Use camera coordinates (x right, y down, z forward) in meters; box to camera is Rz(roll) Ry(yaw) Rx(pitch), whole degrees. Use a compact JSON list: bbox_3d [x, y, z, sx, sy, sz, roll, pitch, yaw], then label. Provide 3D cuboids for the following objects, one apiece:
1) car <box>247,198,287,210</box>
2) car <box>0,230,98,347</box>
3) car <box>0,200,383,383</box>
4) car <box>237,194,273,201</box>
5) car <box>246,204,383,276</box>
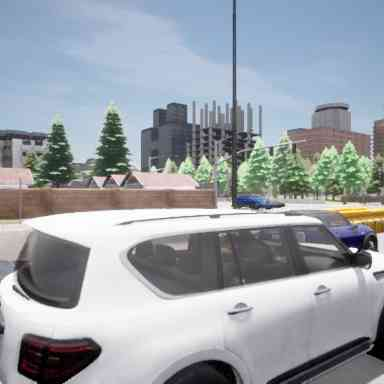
[{"bbox_3d":[10.125,1.547,45.122,2.033,1.411,5.357,0,0,-34],"label":"car"},{"bbox_3d":[-4.375,1.547,4.923,5.357,1.411,2.033,0,0,-36],"label":"car"},{"bbox_3d":[0.646,1.221,4.203,5.566,2.045,2.150,0,0,-36],"label":"car"},{"bbox_3d":[7.775,1.222,41.769,2.150,2.045,5.566,0,0,-27],"label":"car"},{"bbox_3d":[4.189,1.352,11.023,4.553,1.767,2.097,0,0,-35],"label":"car"}]
